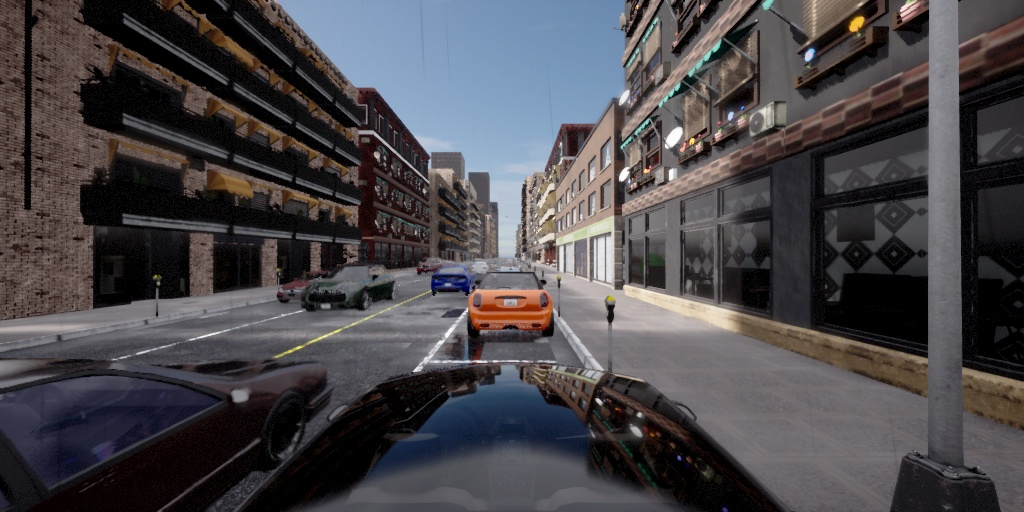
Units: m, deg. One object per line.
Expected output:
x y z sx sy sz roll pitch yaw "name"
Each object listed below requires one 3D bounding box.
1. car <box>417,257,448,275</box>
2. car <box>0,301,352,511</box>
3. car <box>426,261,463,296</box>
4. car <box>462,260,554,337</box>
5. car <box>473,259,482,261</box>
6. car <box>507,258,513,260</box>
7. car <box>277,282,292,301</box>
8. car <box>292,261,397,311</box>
-8.837 1.064 39.007 2.192 1.841 5.009 0 0 0 "car"
-3.043 1.297 1.772 2.033 1.411 5.357 0 0 0 "car"
-3.046 1.228 19.522 1.882 1.535 5.008 0 0 0 "car"
-0.032 1.103 10.469 2.097 1.767 4.553 0 0 0 "car"
-3.145 1.275 35.806 1.812 1.442 4.674 0 0 0 "car"
-0.456 1.275 39.173 1.751 1.417 4.829 0 0 0 "car"
-8.837 1.333 16.462 1.802 1.307 4.207 0 0 0 "car"
-6.246 1.103 14.279 2.097 1.767 4.553 0 0 0 "car"
